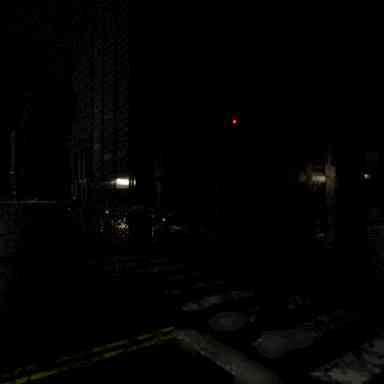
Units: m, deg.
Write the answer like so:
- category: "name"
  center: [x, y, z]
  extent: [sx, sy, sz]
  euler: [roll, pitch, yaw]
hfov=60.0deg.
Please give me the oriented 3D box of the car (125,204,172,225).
- category: "car"
  center: [-3.311, 1.607, 24.405]
  extent: [1.812, 1.442, 4.674]
  euler: [1, -1, -37]

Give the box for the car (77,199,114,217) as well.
- category: "car"
  center: [-9.265, 1.620, 32.766]
  extent: [2.128, 1.511, 4.902]
  euler: [1, -1, -36]

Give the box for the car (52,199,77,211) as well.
- category: "car"
  center: [-16.717, 1.734, 43.271]
  extent: [2.033, 1.411, 5.357]
  euler: [1, -1, -35]

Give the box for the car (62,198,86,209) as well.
- category: "car"
  center: [-17.880, 1.733, 50.405]
  extent: [2.128, 1.511, 4.902]
  euler: [1, -1, -35]
